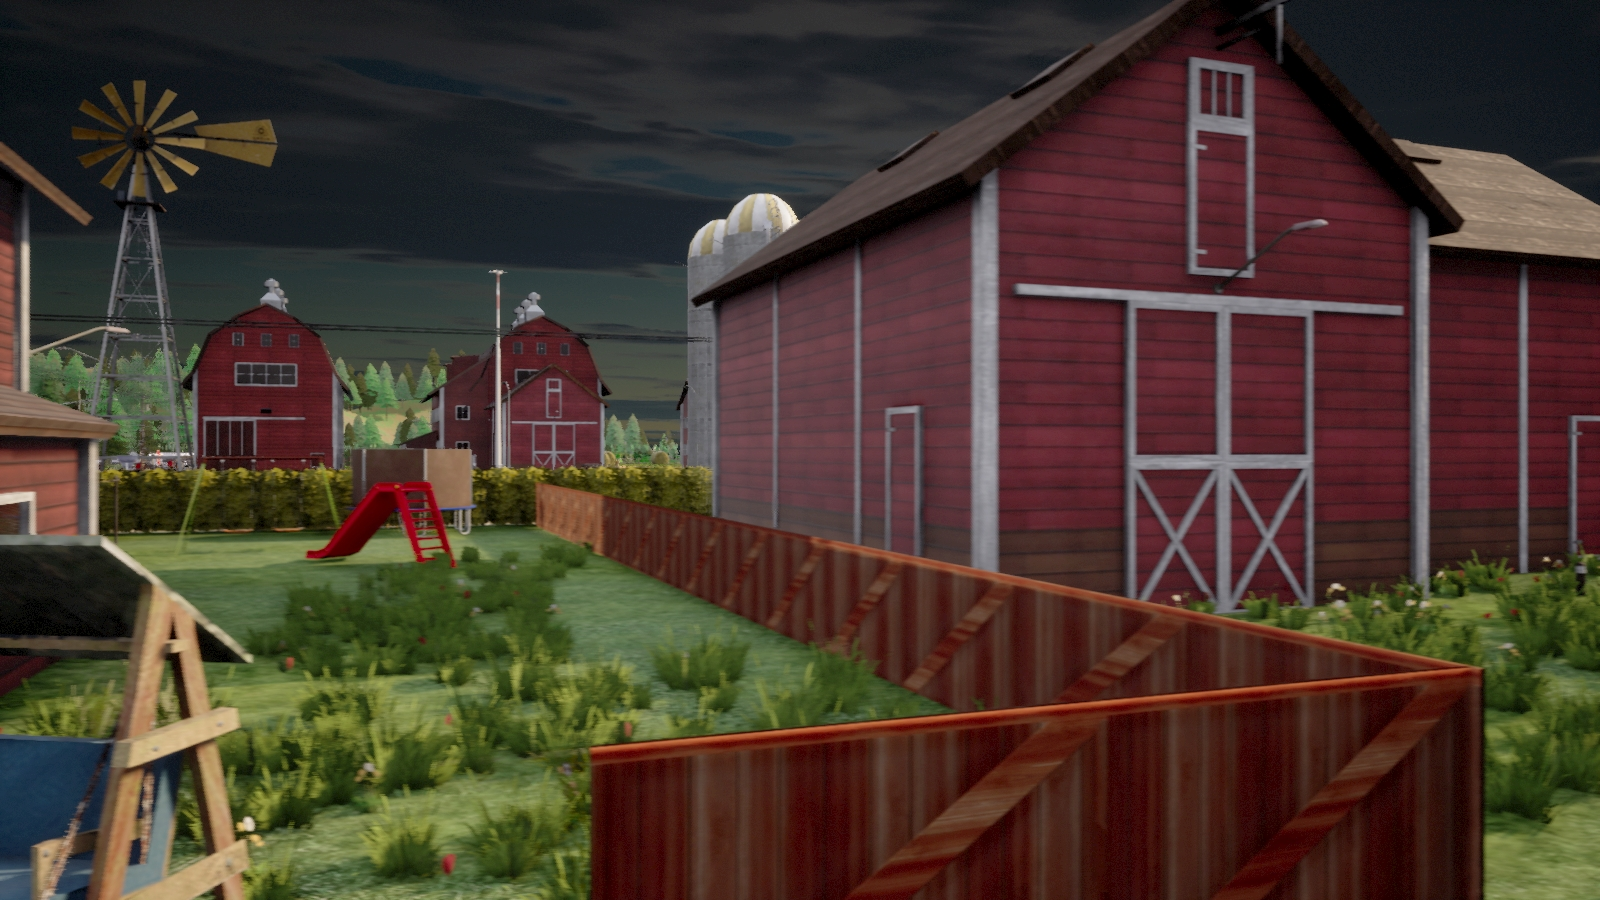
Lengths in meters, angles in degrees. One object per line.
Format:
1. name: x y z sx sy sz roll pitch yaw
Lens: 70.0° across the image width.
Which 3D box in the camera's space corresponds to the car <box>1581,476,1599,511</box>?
1. car: 35.907 1.910 48.561 2.128 1.511 4.902 0 0 1
